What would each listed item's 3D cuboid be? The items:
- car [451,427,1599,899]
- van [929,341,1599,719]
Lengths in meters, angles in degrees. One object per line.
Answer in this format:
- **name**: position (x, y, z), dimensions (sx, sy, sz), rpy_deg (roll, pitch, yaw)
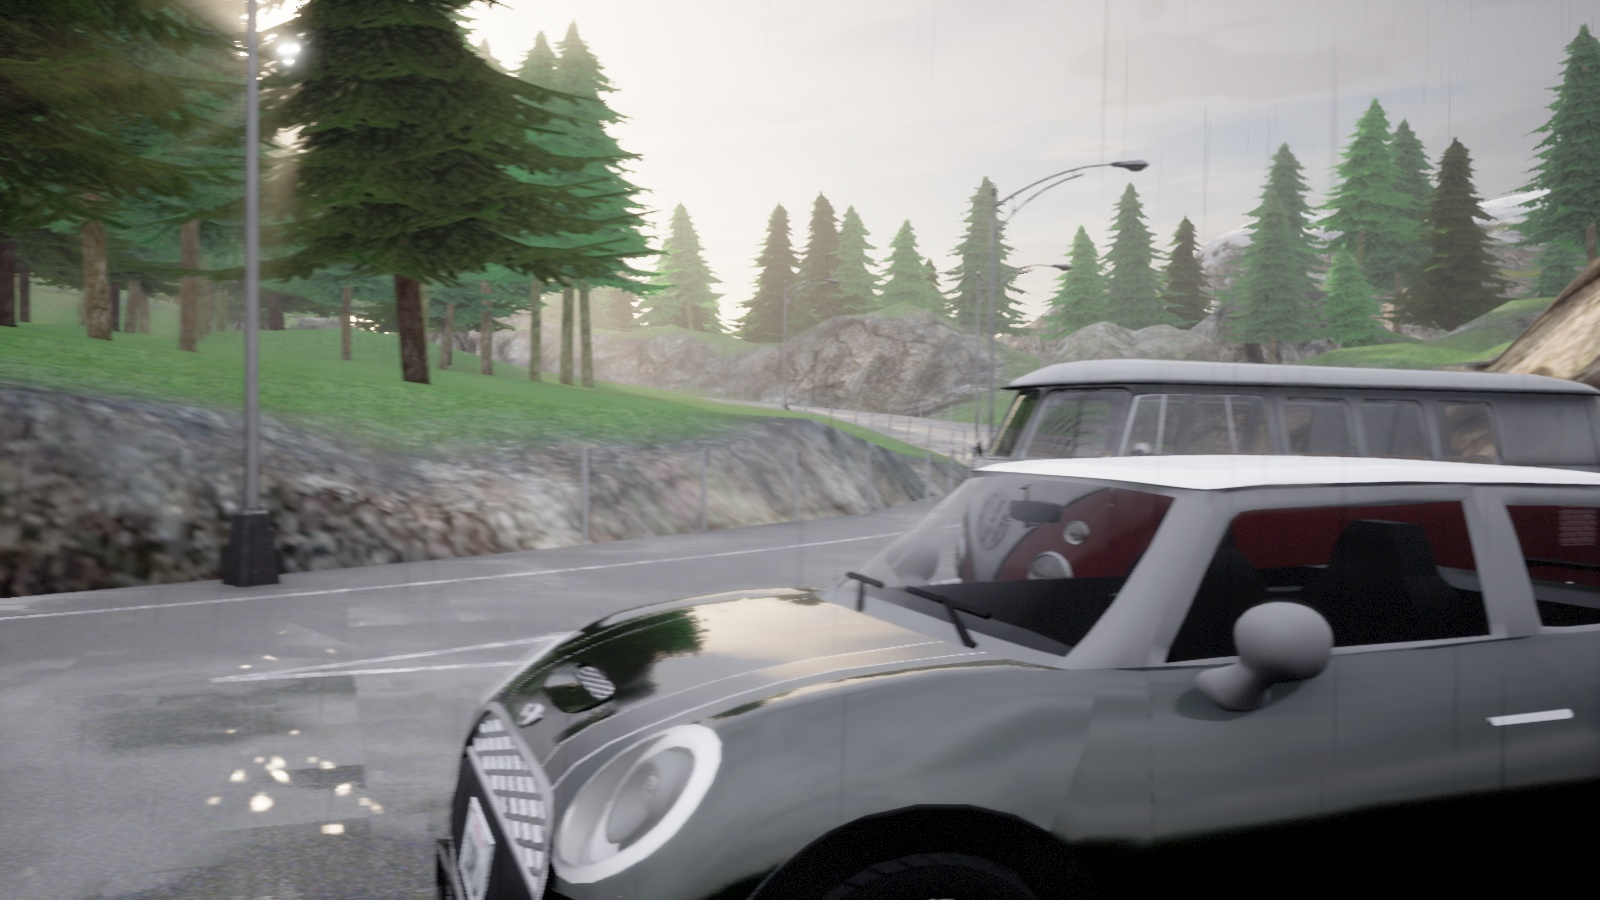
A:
- **car**: position (1.059, 0.689, 3.641), dimensions (3.806, 1.475, 1.970), rpy_deg (-1, 1, -21)
- **van**: position (3.251, 0.374, 8.214), dimensions (4.442, 1.987, 1.775), rpy_deg (-1, 1, -21)
